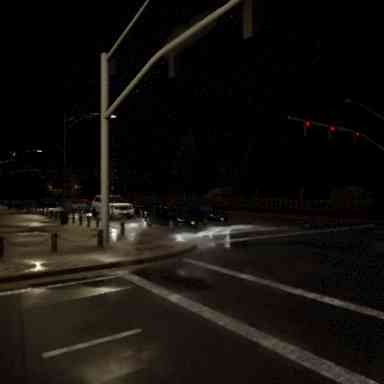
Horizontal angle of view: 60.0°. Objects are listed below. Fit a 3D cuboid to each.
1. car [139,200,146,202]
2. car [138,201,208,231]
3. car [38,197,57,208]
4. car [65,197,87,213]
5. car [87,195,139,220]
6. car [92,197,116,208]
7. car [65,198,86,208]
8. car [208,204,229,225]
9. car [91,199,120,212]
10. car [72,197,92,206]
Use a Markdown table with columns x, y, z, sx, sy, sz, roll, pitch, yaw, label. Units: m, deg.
| x | y | z | sx | sy | sz | roll | pitch | yaw | label |
| --- | --- | --- | --- | --- | --- | --- | --- | --- | --- |
| -4.696 | 1.575 | 32.104 | 1.837 | 1.490 | 4.892 | 0 | 0 | -36 | car |
| -1.349 | 1.571 | 21.483 | 1.837 | 1.490 | 4.892 | 0 | 0 | -36 | car |
| -21.588 | 1.546 | 49.667 | 1.882 | 1.535 | 5.008 | 0 | 0 | -35 | car |
| -13.150 | 1.593 | 37.858 | 1.812 | 1.442 | 4.674 | 0 | 0 | -36 | car |
| -7.116 | 1.289 | 29.477 | 2.150 | 2.045 | 5.566 | 0 | 0 | -36 | car |
| -13.504 | 1.552 | 50.617 | 1.882 | 1.535 | 5.008 | 0 | 0 | -36 | car |
| -17.632 | 1.636 | 50.140 | 1.994 | 1.385 | 4.181 | 0 | 0 | -35 | car |
| 0.714 | 1.595 | 24.640 | 1.812 | 1.442 | 4.674 | 0 | 0 | -36 | car |
| -10.526 | 1.634 | 40.197 | 1.994 | 1.385 | 4.181 | 0 | 0 | -36 | car |
| -19.589 | 1.580 | 59.065 | 1.837 | 1.490 | 4.892 | 0 | 0 | -36 | car |
